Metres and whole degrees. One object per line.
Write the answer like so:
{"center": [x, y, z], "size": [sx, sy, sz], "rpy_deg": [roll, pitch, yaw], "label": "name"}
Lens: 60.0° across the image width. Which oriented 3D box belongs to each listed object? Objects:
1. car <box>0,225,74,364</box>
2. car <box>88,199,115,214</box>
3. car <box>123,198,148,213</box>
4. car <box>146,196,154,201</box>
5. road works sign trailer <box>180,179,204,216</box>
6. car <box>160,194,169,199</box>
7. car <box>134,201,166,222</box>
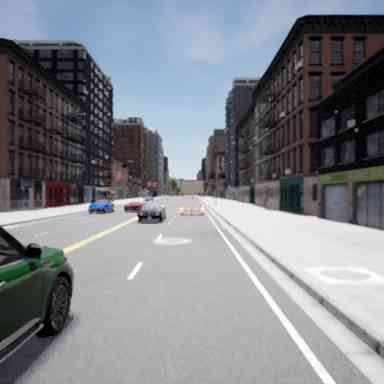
{"center": [-3.150, 1.227, 3.525], "size": [2.150, 2.045, 5.566], "rpy_deg": [0, 0, 0], "label": "car"}
{"center": [-9.848, 1.544, 36.391], "size": [1.882, 1.535, 5.008], "rpy_deg": [0, 0, 0], "label": "car"}
{"center": [-6.598, 1.671, 38.379], "size": [1.895, 1.301, 4.718], "rpy_deg": [0, 0, 0], "label": "car"}
{"center": [-9.764, 1.568, 76.630], "size": [2.033, 1.411, 5.357], "rpy_deg": [0, 0, 0], "label": "car"}
{"center": [-0.006, 0.525, 33.416], "size": [2.380, 3.560, 2.880], "rpy_deg": [0, 0, 0], "label": "road works sign trailer"}
{"center": [-6.515, 1.250, 78.840], "size": [1.882, 1.535, 5.008], "rpy_deg": [0, 0, 0], "label": "car"}
{"center": [-3.153, 1.649, 26.947], "size": [1.895, 1.301, 4.718], "rpy_deg": [0, 0, 0], "label": "car"}
